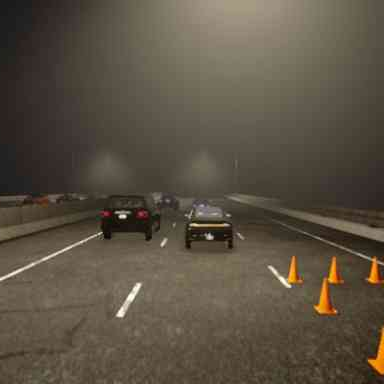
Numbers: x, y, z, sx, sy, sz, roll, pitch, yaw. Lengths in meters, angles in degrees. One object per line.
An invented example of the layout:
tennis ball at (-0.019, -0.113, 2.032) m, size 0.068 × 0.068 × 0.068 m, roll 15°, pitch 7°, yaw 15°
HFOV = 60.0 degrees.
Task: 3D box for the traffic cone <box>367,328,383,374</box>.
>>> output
traffic cone at (2.467, 1.925, 4.205) m, size 0.340 × 0.580 × 0.340 m, roll 0°, pitch 0°, yaw 1°

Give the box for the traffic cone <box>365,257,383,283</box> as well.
traffic cone at (4.510, 1.896, 8.182) m, size 0.340 × 0.580 × 0.340 m, roll 0°, pitch 0°, yaw 1°

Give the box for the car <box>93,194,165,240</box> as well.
car at (-2.814, 1.084, 16.338) m, size 2.150 × 2.045 × 5.566 m, roll 0°, pitch 0°, yaw 1°

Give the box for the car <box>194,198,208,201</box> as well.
car at (0.863, 1.283, 32.257) m, size 2.033 × 1.411 × 5.357 m, roll 0°, pitch 1°, yaw 1°

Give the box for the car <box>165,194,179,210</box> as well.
car at (-2.576, 1.034, 37.901) m, size 2.097 × 1.767 × 4.553 m, roll 0°, pitch 0°, yaw 1°

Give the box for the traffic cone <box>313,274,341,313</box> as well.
traffic cone at (2.489, 1.909, 6.205) m, size 0.340 × 0.580 × 0.340 m, roll 0°, pitch 0°, yaw 1°

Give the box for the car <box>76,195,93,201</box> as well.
car at (-13.190, 1.104, 44.234) m, size 2.128 × 1.511 × 4.902 m, roll 0°, pitch 0°, yaw 1°

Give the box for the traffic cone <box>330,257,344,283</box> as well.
traffic cone at (3.510, 1.894, 8.194) m, size 0.340 × 0.580 × 0.340 m, roll 0°, pitch 0°, yaw 1°

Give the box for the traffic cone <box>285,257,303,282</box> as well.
traffic cone at (2.511, 1.892, 8.204) m, size 0.340 × 0.580 × 0.340 m, roll 0°, pitch 0°, yaw 1°

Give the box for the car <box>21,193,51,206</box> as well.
car at (-20.199, 0.961, 43.236) m, size 2.097 × 1.767 × 4.553 m, roll 0°, pitch 1°, yaw 1°

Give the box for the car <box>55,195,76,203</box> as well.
car at (-16.682, 1.095, 44.721) m, size 2.128 × 1.511 × 4.902 m, roll 0°, pitch 0°, yaw 1°

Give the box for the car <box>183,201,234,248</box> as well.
car at (0.664, 1.377, 14.211) m, size 2.128 × 1.511 × 4.902 m, roll 0°, pitch 1°, yaw 1°
